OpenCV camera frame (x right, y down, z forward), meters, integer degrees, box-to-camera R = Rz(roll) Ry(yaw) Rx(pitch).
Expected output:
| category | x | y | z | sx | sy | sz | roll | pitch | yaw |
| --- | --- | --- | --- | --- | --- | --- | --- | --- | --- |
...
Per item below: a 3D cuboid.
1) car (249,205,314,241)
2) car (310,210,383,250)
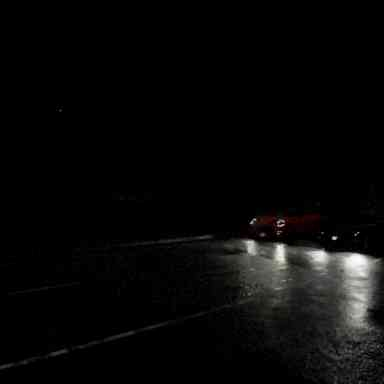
| category | x | y | z | sx | sy | sz | roll | pitch | yaw |
| --- | --- | --- | --- | --- | --- | --- | --- | --- | --- |
| car | 5.027 | 1.496 | 17.624 | 4.553 | 1.767 | 2.097 | 0 | -1 | -44 |
| car | 7.521 | 1.622 | 15.154 | 4.892 | 1.490 | 1.837 | 0 | 0 | -43 |
